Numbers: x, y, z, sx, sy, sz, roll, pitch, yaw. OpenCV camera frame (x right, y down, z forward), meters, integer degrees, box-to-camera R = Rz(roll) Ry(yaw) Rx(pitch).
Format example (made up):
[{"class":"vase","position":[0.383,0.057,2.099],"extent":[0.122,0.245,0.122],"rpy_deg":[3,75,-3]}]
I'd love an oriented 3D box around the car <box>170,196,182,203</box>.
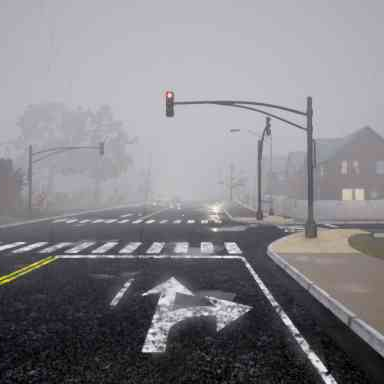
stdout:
[{"class":"car","position":[-3.155,1.535,67.799],"extent":[1.812,1.442,4.674],"rpy_deg":[0,0,5]}]

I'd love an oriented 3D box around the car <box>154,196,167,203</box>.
[{"class":"car","position":[-6.389,1.497,68.114],"extent":[1.882,1.535,5.008],"rpy_deg":[0,0,5]}]
